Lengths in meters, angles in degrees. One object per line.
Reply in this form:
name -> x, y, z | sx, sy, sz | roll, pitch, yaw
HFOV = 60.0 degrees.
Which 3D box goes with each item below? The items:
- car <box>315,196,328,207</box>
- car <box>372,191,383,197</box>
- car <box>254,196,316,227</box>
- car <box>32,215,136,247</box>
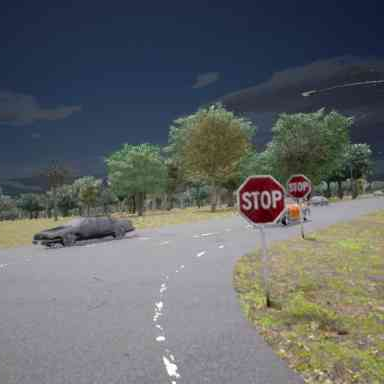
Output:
car -> 17.397, 1.305, 46.079 | 1.812, 1.442, 4.674 | -6, -3, 39
car -> 45.334, 0.446, 81.090 | 1.812, 1.442, 4.674 | -6, -3, 38
car -> 5.381, 1.019, 20.000 | 2.097, 1.767, 4.553 | -6, -3, 39
car -> -5.479, 1.964, 17.589 | 2.033, 1.411, 5.357 | -6, -3, 39
